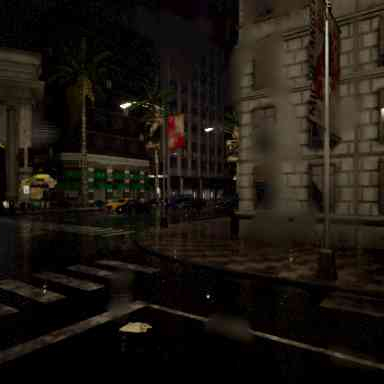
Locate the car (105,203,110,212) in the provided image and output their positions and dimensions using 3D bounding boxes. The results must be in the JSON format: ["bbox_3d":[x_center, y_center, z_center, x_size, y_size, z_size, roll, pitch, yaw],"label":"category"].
[{"bbox_3d":[-7.599,1.473,38.073,1.882,1.535,5.008,0,0,37],"label":"car"}]

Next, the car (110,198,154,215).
[{"bbox_3d":[-5.918,1.560,34.445,1.994,1.385,4.181,0,0,36],"label":"car"}]

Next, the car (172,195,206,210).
[{"bbox_3d":[-0.012,1.522,42.473,1.812,1.442,4.674,0,0,37],"label":"car"}]

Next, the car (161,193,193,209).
[{"bbox_3d":[-1.797,1.217,45.952,2.150,2.045,5.566,0,0,37],"label":"car"}]

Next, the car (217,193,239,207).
[{"bbox_3d":[6.772,1.217,50.718,5.566,2.045,2.150,0,0,-45],"label":"car"}]

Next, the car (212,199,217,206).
[{"bbox_3d":[5.352,1.347,54.095,4.553,1.767,2.097,0,0,-43],"label":"car"}]
